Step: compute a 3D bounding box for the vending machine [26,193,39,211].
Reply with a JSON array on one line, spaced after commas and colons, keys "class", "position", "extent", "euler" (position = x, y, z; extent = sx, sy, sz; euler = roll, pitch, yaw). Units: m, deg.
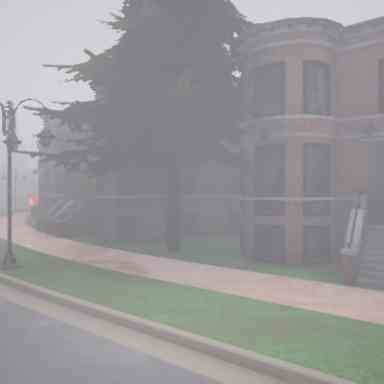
[{"class": "vending machine", "position": [-19.306, 1.191, 40.302], "extent": [1.100, 2.100, 0.880], "euler": [0, 0, -2]}]
